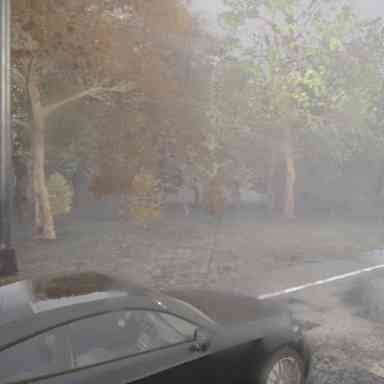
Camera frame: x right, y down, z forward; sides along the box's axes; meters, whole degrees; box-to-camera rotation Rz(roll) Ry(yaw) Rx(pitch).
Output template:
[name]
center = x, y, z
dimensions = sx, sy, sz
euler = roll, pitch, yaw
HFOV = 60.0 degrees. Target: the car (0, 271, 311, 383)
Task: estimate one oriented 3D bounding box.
[car]
center = -0.876, 1.526, 3.117
dimensions = 4.674, 1.442, 1.812
euler = 0, 0, -35
